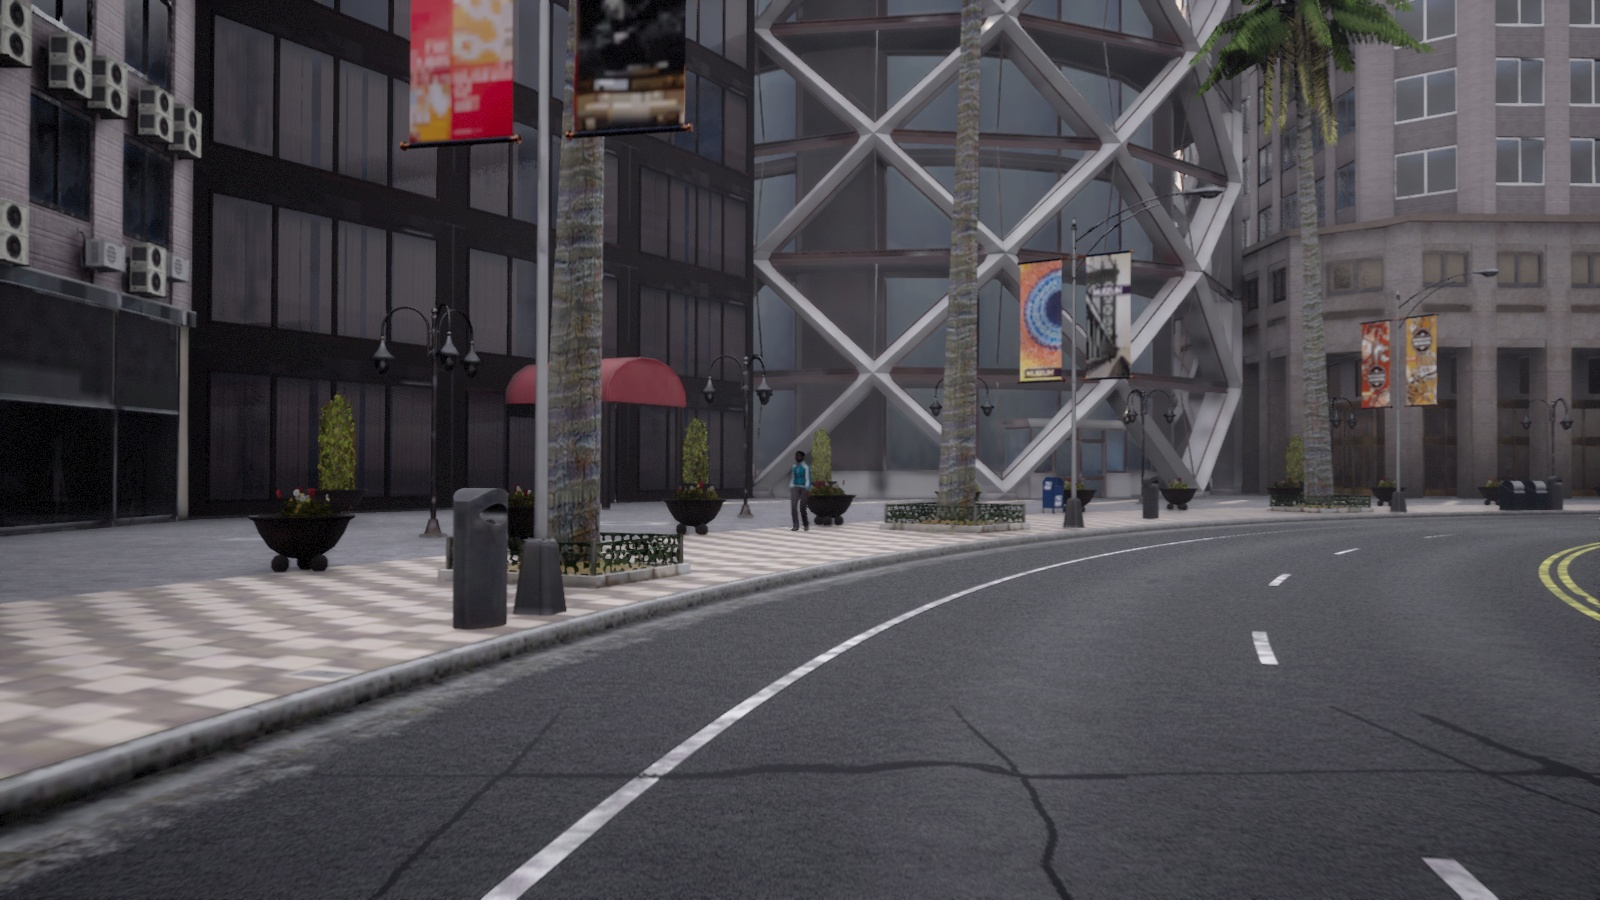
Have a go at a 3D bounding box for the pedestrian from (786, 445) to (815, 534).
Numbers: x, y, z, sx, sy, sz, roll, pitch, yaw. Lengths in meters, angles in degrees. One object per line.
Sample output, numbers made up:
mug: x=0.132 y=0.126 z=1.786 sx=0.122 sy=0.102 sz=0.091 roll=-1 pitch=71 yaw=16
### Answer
pedestrian: x=0.009 y=0.869 z=27.735 sx=0.396 sy=1.930 sz=0.692 roll=-1 pitch=-1 yaw=24
